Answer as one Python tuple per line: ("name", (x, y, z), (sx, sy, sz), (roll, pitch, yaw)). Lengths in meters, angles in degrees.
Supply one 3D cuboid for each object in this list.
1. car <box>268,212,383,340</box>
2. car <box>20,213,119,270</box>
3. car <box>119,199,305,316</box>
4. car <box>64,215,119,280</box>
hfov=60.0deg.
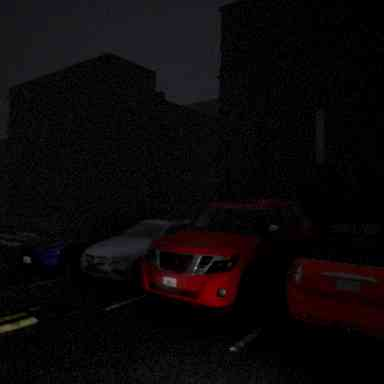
("car", (3.463, 1.353, 6.448), (2.185, 1.767, 4.553), (0, 0, 36))
("car", (-3.242, 1.496, 11.297), (2.163, 1.488, 4.792), (0, 0, 36))
("car", (1.230, 1.224, 8.066), (2.435, 2.045, 5.566), (0, 0, 36))
("car", (-0.988, 1.511, 9.707), (2.002, 1.452, 4.674), (0, 0, 36))
